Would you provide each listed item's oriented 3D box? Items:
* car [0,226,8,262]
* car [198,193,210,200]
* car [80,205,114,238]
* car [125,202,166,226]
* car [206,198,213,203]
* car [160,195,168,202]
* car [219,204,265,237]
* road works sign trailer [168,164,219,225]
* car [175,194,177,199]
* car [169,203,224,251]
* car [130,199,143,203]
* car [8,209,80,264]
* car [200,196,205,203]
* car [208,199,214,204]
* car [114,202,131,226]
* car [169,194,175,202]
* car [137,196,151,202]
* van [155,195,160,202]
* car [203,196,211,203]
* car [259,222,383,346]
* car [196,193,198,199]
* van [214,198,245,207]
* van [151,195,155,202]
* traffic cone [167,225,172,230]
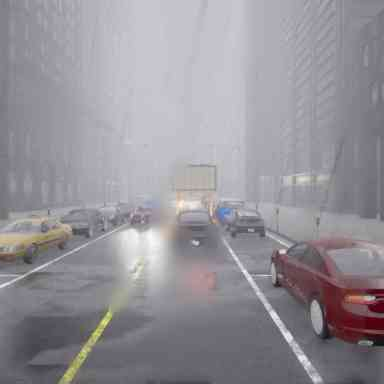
[{"bbox_3d":[-5.770,1.566,6.387,1.947,1.339,4.313,0,0,0],"label":"car"},{"bbox_3d":[2.704,1.361,62.774,2.192,1.841,5.009,0,0,0],"label":"car"},{"bbox_3d":[-5.780,1.569,17.659,1.947,1.339,4.313,0,0,0],"label":"car"},{"bbox_3d":[-3.122,1.607,23.329,1.895,1.301,4.718,0,0,0],"label":"car"},{"bbox_3d":[2.730,1.596,34.593,1.802,1.307,4.206,0,0,0],"label":"car"},{"bbox_3d":[-5.816,1.353,57.115,2.192,1.841,5.009,0,0,0],"label":"car"},{"bbox_3d":[2.745,1.554,17.684,2.008,1.369,4.403,0,0,0],"label":"car"},{"bbox_3d":[0.149,0.321,17.911,2.380,3.560,2.880,0,0,8],"label":"road works sign trailer"},{"bbox_3d":[-5.845,1.659,90.935,1.947,1.339,4.313,0,0,0],"label":"car"},{"bbox_3d":[0.082,1.487,14.044,1.837,1.490,4.892,0,1,-1],"label":"car"},{"bbox_3d":[-5.790,1.575,28.933,1.947,1.339,4.313,0,0,0],"label":"car"},{"bbox_3d":[-5.775,1.527,11.853,1.752,1.417,4.829,0,0,0],"label":"car"},{"bbox_3d":[2.715,1.576,51.502,1.887,1.381,4.507,0,0,0],"label":"car"},{"bbox_3d":[2.734,1.560,28.957,2.008,1.369,4.403,0,0,0],"label":"car"},{"bbox_3d":[-5.785,1.588,23.297,1.802,1.307,4.206,0,0,0],"label":"car"},{"bbox_3d":[-5.835,1.617,79.662,1.887,1.381,4.507,0,0,0],"label":"car"},{"bbox_3d":[-5.796,1.454,34.570,1.967,1.590,4.097,0,0,0],"label":"car"},{"bbox_3d":[-5.806,1.366,45.843,1.690,1.788,3.998,0,0,0],"label":"van"},{"bbox_3d":[2.725,1.570,40.229,2.008,1.369,4.403,0,0,0],"label":"car"},{"bbox_3d":[2.755,1.545,6.412,1.887,1.381,4.507,0,0,0],"label":"car"},{"bbox_3d":[2.684,1.608,85.489,1.752,1.417,4.829,0,0,0],"label":"car"},{"bbox_3d":[2.739,1.347,23.320,1.690,1.788,3.998,0,0,0],"label":"van"},{"bbox_3d":[-5.801,1.360,40.206,1.690,1.788,3.998,0,0,0],"label":"van"},{"bbox_3d":[-1.308,2.076,17.435,0.340,0.340,0.580,0,0,3],"label":"traffic cone"}]
